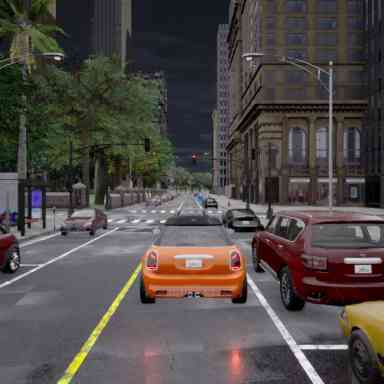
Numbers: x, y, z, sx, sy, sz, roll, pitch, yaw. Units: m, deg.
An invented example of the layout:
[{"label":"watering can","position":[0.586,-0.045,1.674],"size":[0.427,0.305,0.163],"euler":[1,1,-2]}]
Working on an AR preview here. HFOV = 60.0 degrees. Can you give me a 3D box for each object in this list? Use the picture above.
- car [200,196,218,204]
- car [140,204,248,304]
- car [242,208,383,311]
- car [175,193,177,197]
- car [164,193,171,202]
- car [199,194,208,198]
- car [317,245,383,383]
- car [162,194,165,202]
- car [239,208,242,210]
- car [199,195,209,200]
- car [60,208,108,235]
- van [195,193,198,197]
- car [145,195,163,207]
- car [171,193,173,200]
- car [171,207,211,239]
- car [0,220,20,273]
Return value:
[{"label":"car","position":[2.530,1.544,44.992],"size":[1.947,1.339,4.313],"euler":[0,0,0]},{"label":"car","position":[0.033,1.351,8.326],"size":[2.097,1.767,4.553],"euler":[0,0,0]},{"label":"car","position":[2.724,1.314,7.705],"size":[2.192,1.841,5.009],"euler":[0,0,0]},{"label":"car","position":[-6.252,1.232,93.749],"size":[2.192,1.841,5.009],"euler":[0,0,0]},{"label":"car","position":[-6.138,1.391,72.068],"size":[1.967,1.590,4.097],"euler":[0,0,0]},{"label":"car","position":[2.472,1.495,56.002],"size":[1.752,1.417,4.829],"euler":[0,0,0]},{"label":"car","position":[2.753,1.525,2.450],"size":[1.752,1.417,4.829],"euler":[0,0,0]},{"label":"car","position":[-6.053,1.410,55.807],"size":[1.967,1.590,4.097],"euler":[0,0,0]},{"label":"car","position":[2.668,1.561,18.555],"size":[1.947,1.339,4.313],"euler":[0,0,0]},{"label":"car","position":[2.501,1.540,50.412],"size":[1.947,1.339,4.313],"euler":[0,0,0]},{"label":"car","position":[-5.857,1.577,18.528],"size":[1.802,1.307,4.206],"euler":[0,0,0]},{"label":"van","position":[2.330,1.276,82.934],"size":[1.690,1.788,3.998],"euler":[0,0,0]},{"label":"car","position":[-6.024,1.525,50.387],"size":[2.008,1.369,4.403],"euler":[0,0,0]},{"label":"car","position":[-6.167,1.258,77.488],"size":[2.192,1.841,5.009],"euler":[0,0,0]},{"label":"car","position":[-0.030,1.596,18.145],"size":[1.895,1.301,4.718],"euler":[0,0,0]},{"label":"car","position":[-5.801,1.439,7.676],"size":[1.967,1.590,4.097],"euler":[0,0,0]}]
